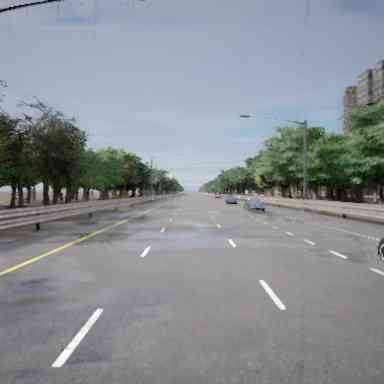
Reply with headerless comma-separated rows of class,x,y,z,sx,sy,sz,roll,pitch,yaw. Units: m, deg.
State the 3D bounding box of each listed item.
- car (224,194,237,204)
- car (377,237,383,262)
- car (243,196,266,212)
car,7.150,1.569,61.745,1.994,1.385,4.181,0,0,0
car,7.006,1.569,9.126,1.994,1.385,4.181,0,0,0
car,7.075,1.551,38.161,2.033,1.411,5.357,0,0,0
